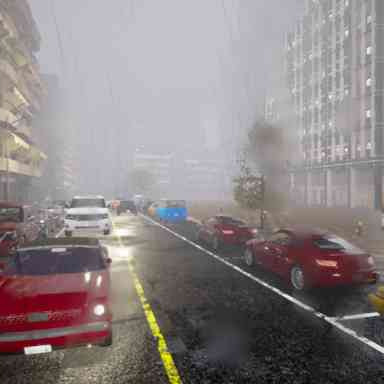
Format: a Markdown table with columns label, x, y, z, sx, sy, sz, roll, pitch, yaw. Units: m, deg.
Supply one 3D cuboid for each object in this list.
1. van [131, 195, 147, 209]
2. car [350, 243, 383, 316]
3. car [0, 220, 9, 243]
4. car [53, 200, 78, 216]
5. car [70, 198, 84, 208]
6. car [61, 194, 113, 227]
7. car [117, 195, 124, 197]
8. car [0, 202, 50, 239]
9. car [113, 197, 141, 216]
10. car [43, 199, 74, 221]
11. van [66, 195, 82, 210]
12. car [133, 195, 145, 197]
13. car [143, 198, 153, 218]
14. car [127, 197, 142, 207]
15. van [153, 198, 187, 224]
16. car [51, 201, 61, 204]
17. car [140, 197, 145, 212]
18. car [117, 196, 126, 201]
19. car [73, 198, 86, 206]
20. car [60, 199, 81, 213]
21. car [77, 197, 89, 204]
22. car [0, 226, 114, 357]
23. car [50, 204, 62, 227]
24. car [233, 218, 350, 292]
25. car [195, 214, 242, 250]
| label | x | y | z | sx | sy | sz | roll | pitch | yaw |
| --- | --- | --- | --- | --- | --- | --- | --- | --- | --- |
| van | -7.417 | 1.355 | 46.079 | 1.690 | 1.788 | 3.998 | 0 | 0 | -15 |
| car | 4.241 | 1.525 | 3.606 | 1.752 | 1.417 | 4.829 | 0 | 0 | -15 |
| car | -5.214 | 1.524 | 6.391 | 1.752 | 1.417 | 4.829 | 0 | 0 | -15 |
| car | -12.571 | 1.571 | 33.202 | 1.947 | 1.339 | 4.313 | 0 | 0 | -15 |
| car | -16.959 | 1.600 | 49.190 | 1.802 | 1.307 | 4.206 | 0 | 0 | -15 |
| car | -5.799 | 1.220 | 18.712 | 2.150 | 2.045 | 5.566 | 0 | 0 | -15 |
| car | -9.281 | 1.364 | 43.024 | 2.097 | 1.767 | 4.553 | 0 | 0 | -15 |
| car | -6.722 | 1.313 | 11.883 | 2.192 | 1.841 | 5.009 | 0 | 0 | -15 |
| car | -6.510 | 1.509 | 32.984 | 1.837 | 1.490 | 4.892 | 0 | 0 | -15 |
| car | -11.109 | 1.442 | 27.871 | 1.967 | 1.590 | 4.097 | 0 | 0 | -15 |
| van | -15.499 | 1.354 | 43.861 | 1.690 | 1.788 | 3.998 | 0 | 0 | -15 |
| car | -5.953 | 1.449 | 40.749 | 1.967 | 1.590 | 4.097 | 0 | 0 | -15 |
| car | -3.072 | 1.528 | 30.253 | 1.752 | 1.417 | 4.829 | 0 | 0 | -15 |
| car | -8.923 | 1.544 | 51.572 | 1.752 | 1.417 | 4.829 | 0 | 0 | -15 |
| van | -1.566 | 1.341 | 24.760 | 1.690 | 1.788 | 3.998 | 0 | 0 | -15 |
| car | -9.646 | 1.551 | 22.543 | 2.008 | 1.369 | 4.403 | 0 | 0 | -15 |
| car | -4.490 | 1.571 | 35.420 | 1.947 | 1.339 | 4.313 | 0 | 0 | -15 |
| car | -17.654 | 1.605 | 83.386 | 1.887 | 1.381 | 4.507 | 0 | 0 | -15 |
| car | -18.422 | 1.606 | 54.519 | 1.802 | 1.307 | 4.206 | 0 | 0 | -15 |
| car | -14.034 | 1.554 | 38.531 | 1.887 | 1.381 | 4.507 | 0 | 0 | -15 |
| car | -21.347 | 1.602 | 65.179 | 1.947 | 1.339 | 4.313 | 0 | 0 | -15 |
| car | -2.451 | 1.600 | 6.157 | 1.895 | 1.301 | 4.718 | 0 | 0 | -15 |
| car | -8.183 | 1.549 | 17.214 | 2.008 | 1.369 | 4.403 | 0 | 0 | -15 |
| car | 2.823 | 1.581 | 8.772 | 1.802 | 1.307 | 4.206 | 0 | 0 | -15 |
| car | 1.361 | 1.581 | 14.101 | 1.802 | 1.307 | 4.206 | 0 | 0 | -15 |
